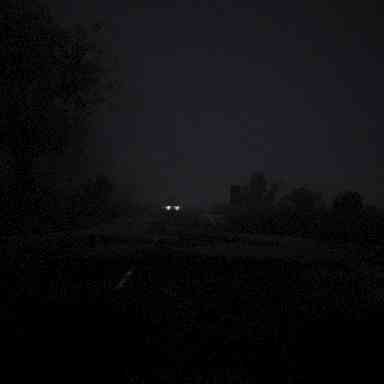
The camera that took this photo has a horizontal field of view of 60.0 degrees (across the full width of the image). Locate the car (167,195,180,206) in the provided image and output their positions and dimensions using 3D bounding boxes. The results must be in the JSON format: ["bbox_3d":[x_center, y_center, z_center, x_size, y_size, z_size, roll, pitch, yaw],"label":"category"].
[{"bbox_3d":[-3.539,1.679,64.193,2.150,2.045,5.566,0,0,0],"label":"car"}]
